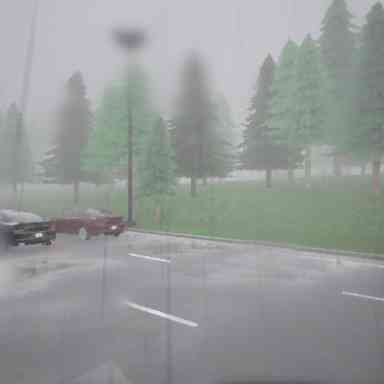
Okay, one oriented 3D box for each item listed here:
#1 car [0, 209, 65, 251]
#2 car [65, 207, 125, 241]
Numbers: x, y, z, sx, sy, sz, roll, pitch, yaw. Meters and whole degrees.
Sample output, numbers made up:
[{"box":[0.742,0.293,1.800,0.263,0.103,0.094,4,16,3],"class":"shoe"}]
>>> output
[{"box":[-7.715,1.482,14.149,5.008,1.535,1.882,0,0,39],"class":"car"},{"box":[-5.511,1.482,16.867,5.008,1.535,1.882,0,0,39],"class":"car"}]
